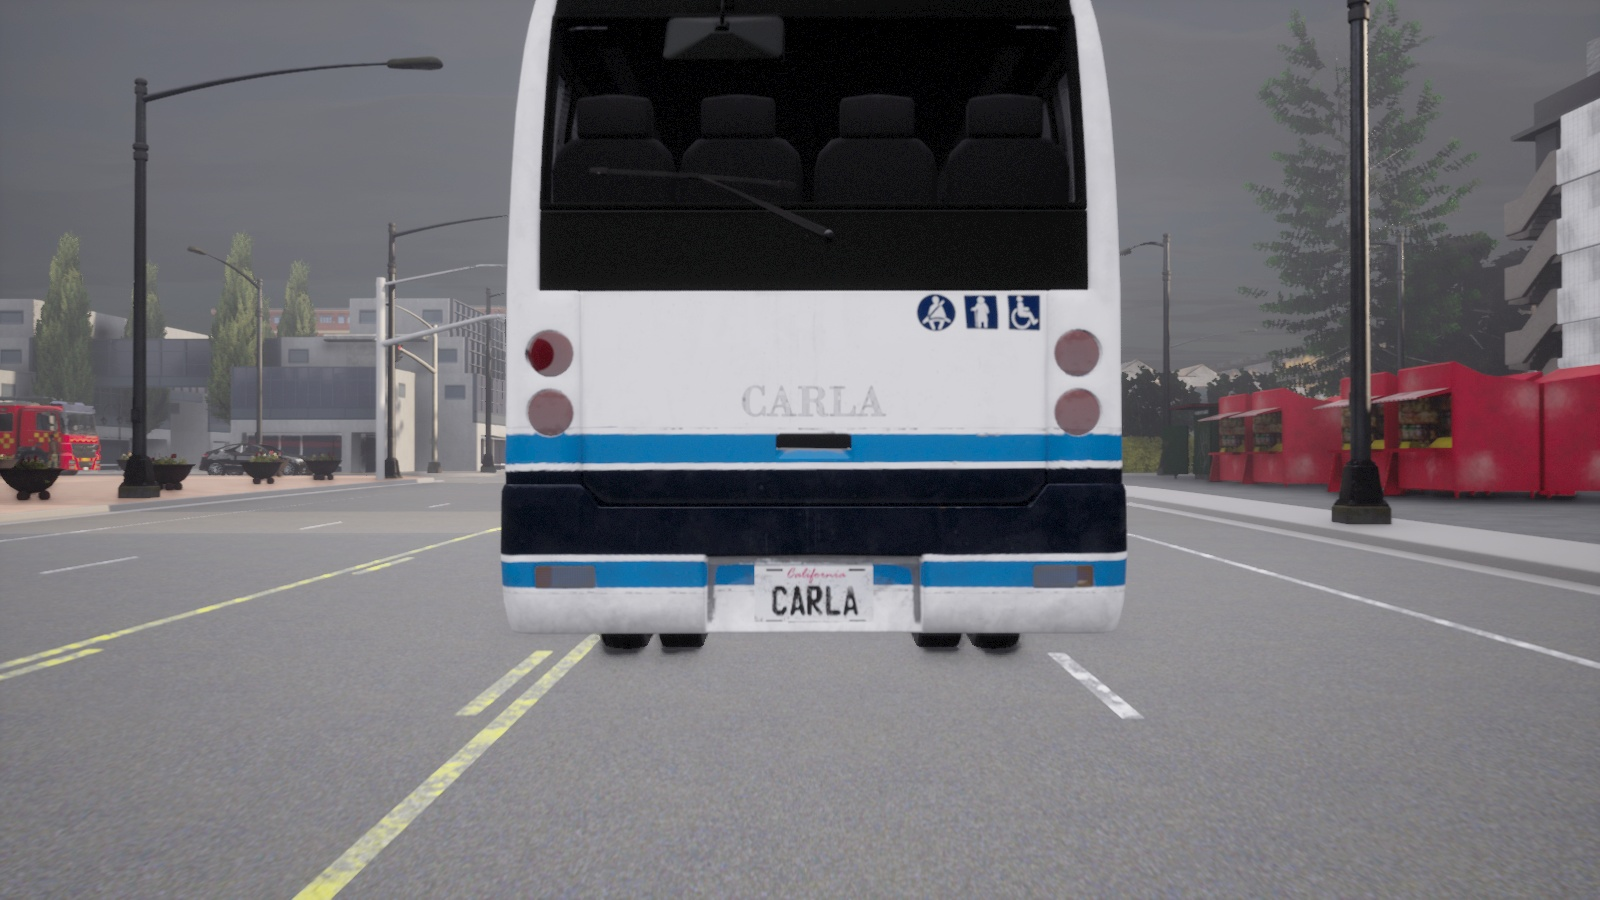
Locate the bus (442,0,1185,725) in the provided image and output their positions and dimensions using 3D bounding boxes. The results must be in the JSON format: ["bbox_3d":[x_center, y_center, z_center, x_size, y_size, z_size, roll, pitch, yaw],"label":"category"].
[{"bbox_3d":[0.074,-0.693,11.820,3.944,4.253,10.273,0,0,0],"label":"bus"}]

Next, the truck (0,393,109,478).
[{"bbox_3d":[-37.143,-0.646,58.342,8.468,3.827,2.891,0,-1,1],"label":"truck"}]

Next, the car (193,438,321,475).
[{"bbox_3d":[-25.107,0.306,58.190,5.027,1.651,2.152,0,-1,1],"label":"car"}]

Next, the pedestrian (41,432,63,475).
[{"bbox_3d":[-32.244,0.149,54.122,0.703,1.840,0.431,0,-1,17],"label":"pedestrian"}]
